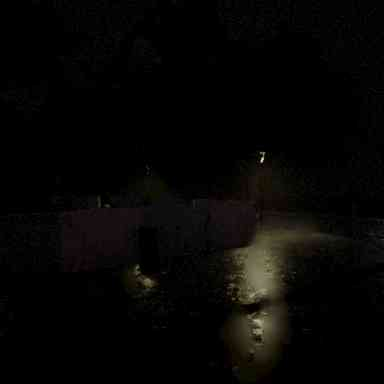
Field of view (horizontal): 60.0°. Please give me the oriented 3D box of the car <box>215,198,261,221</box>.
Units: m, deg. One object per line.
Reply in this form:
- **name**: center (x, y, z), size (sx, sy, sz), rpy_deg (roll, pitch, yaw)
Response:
- **car**: center (2.584, 1.209, 22.432), size (1.837, 1.490, 4.892), rpy_deg (-1, 1, -35)
